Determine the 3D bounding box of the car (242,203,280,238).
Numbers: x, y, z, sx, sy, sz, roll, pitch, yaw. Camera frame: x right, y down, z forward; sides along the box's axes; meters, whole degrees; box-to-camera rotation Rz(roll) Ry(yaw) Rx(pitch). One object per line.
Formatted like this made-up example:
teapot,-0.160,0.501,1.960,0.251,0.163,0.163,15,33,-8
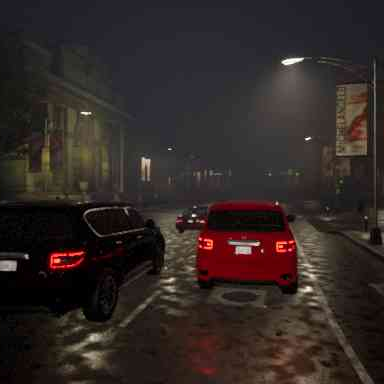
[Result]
car,4.033,1.478,19.096,1.882,1.535,5.008,0,0,14

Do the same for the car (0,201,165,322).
car,-2.223,1.214,7.468,2.150,2.045,5.566,0,-1,10

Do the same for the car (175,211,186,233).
car,0.524,1.548,19.477,2.033,1.411,5.357,0,0,14

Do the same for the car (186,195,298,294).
car,1.591,1.221,9.061,2.150,2.045,5.566,0,0,13
